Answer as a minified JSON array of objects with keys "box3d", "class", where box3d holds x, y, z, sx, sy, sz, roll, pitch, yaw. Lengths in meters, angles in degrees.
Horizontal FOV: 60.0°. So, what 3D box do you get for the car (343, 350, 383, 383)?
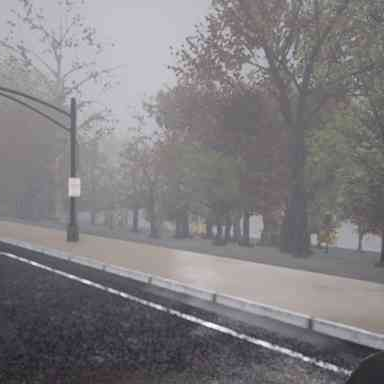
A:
[{"box3d":[2.705,1.565,1.359,4.181,1.385,1.994,0,0,42],"class":"car"}]
